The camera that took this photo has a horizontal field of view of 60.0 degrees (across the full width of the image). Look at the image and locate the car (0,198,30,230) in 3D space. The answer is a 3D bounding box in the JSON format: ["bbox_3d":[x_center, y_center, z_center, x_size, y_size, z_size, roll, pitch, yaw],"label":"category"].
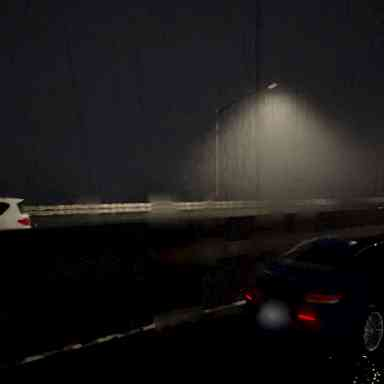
[{"bbox_3d":[-8.341,1.221,10.918,5.566,2.045,2.150,0,0,-36],"label":"car"}]

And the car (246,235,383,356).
[{"bbox_3d":[3.008,1.513,5.998,4.674,1.442,1.812,0,0,-35],"label":"car"}]
